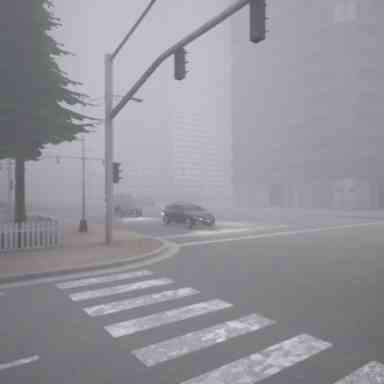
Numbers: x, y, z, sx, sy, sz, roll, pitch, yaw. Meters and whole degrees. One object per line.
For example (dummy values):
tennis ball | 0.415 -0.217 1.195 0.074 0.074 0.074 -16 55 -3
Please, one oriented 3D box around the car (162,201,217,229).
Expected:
car | -0.288 1.552 22.526 1.837 1.490 4.892 0 0 -33

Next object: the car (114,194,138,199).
car | -10.488 1.274 49.175 2.150 2.045 5.566 0 0 -35

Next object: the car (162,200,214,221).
car | -0.431 1.537 28.870 2.128 1.511 4.902 0 0 -35

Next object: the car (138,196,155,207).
car | -7.520 1.397 51.043 2.097 1.767 4.553 0 0 -35

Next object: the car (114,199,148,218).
car | -6.224 1.615 31.015 1.994 1.385 4.181 0 0 -35
